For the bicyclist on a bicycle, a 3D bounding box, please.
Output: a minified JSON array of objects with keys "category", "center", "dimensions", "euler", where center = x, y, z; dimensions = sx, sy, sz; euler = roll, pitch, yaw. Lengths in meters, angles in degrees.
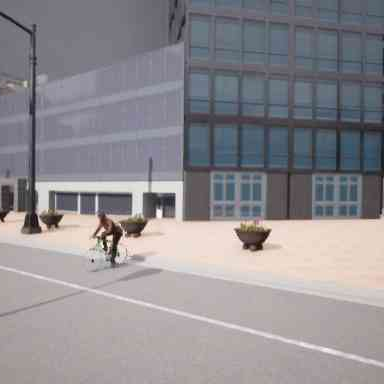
[{"category":"bicyclist on a bicycle","center":[-2.446,1.401,9.485],"dimensions":[0.582,1.620,1.656],"euler":[0,0,34]}]
